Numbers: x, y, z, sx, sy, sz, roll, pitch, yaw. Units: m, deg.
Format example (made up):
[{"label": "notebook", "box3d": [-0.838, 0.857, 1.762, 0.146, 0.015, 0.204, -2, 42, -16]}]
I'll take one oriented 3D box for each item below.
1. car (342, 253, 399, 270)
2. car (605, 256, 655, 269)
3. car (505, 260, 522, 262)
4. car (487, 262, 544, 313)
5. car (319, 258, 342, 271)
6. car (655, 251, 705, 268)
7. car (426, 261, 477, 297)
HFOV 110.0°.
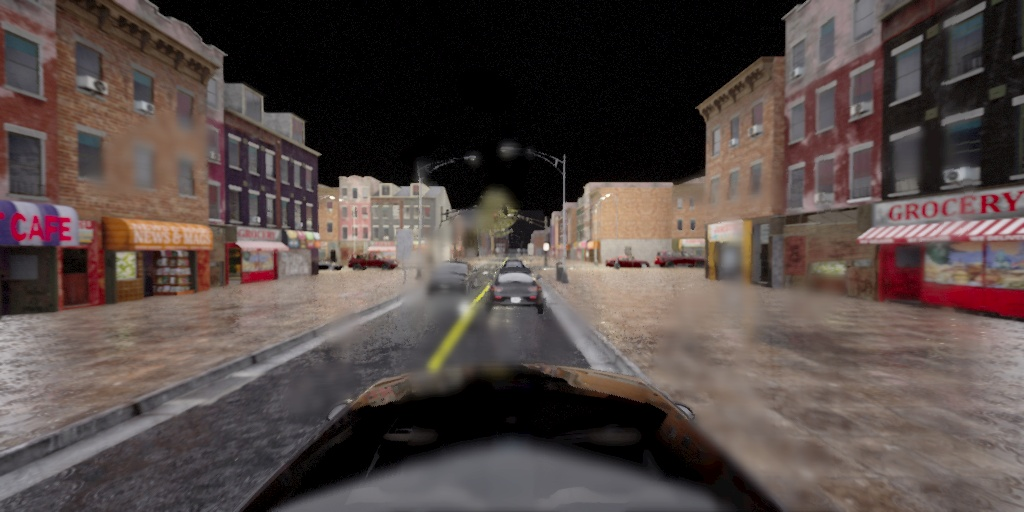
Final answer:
[{"label": "car", "box3d": [-14.419, 0.625, 37.351, 5.009, 1.841, 2.192, 0, 0, 0]}, {"label": "car", "box3d": [11.990, 0.662, 37.364, 4.507, 1.381, 1.888, 0, 0, 0]}, {"label": "car", "box3d": [0.128, 0.951, 25.513, 1.994, 1.385, 4.181, 0, 1, 0]}, {"label": "car", "box3d": [0.112, 1.100, 12.921, 1.812, 1.442, 4.674, 0, 1, 0]}, {"label": "car", "box3d": [-19.845, 0.918, 37.348, 4.313, 1.339, 1.948, 0, 0, 0]}, {"label": "car", "box3d": [17.423, 0.393, 37.367, 5.009, 1.841, 2.192, 0, 0, 0]}, {"label": "car", "box3d": [-2.754, 1.017, 17.195, 1.837, 1.490, 4.892, 0, 0, 0]}]
